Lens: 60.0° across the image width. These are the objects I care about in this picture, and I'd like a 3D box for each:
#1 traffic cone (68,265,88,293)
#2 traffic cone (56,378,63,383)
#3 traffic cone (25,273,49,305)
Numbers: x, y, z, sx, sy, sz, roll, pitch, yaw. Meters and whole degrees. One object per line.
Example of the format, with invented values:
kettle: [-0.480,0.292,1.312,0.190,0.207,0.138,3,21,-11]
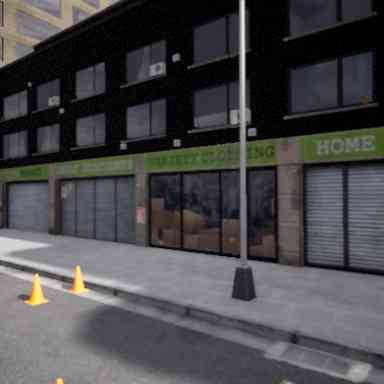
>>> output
traffic cone: [-2.658,2.011,7.767,0.340,0.580,0.340,0,-1,36]
traffic cone: [-1.194,1.978,2.987,0.340,0.580,0.340,0,-1,36]
traffic cone: [-3.247,2.003,6.959,0.340,0.580,0.340,0,-1,36]
